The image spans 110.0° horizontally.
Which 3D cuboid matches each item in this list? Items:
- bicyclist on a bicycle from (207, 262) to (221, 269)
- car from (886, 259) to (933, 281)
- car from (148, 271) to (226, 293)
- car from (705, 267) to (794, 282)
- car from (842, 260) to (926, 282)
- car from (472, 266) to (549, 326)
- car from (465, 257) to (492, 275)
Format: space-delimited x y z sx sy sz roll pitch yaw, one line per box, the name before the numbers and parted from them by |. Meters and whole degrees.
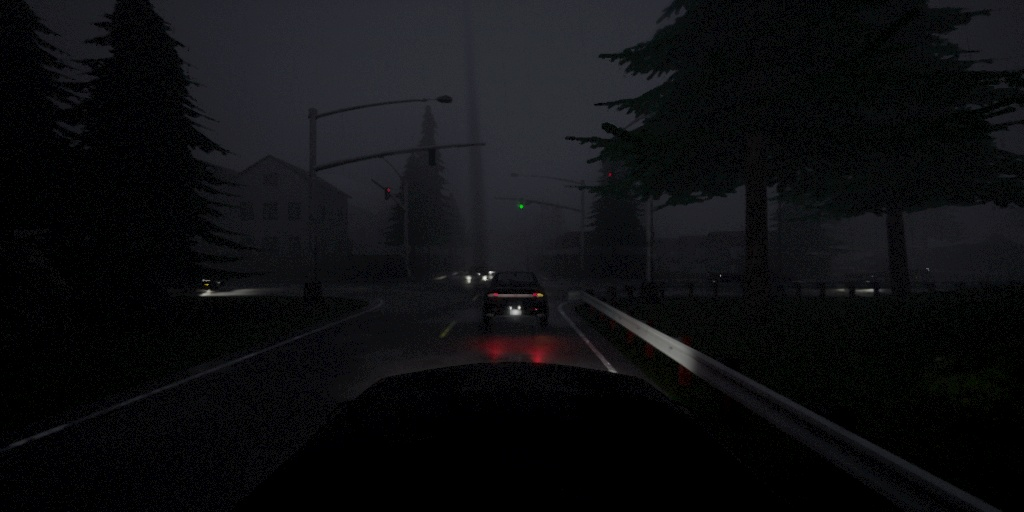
bicyclist on a bicycle | -22.898 1.033 27.549 0.582 1.620 1.656 0 0 0
car | 32.520 1.089 30.190 2.097 1.767 4.553 0 0 17
car | -18.778 1.237 20.031 4.892 1.490 1.837 0 0 1
car | 15.352 1.333 23.417 4.718 1.301 1.895 0 0 1
car | 24.680 1.209 24.060 5.008 1.535 1.882 0 0 -15
car | 0.103 1.240 11.672 2.128 1.511 4.902 0 0 0
car | -3.537 1.223 38.895 1.882 1.535 5.008 0 0 0
